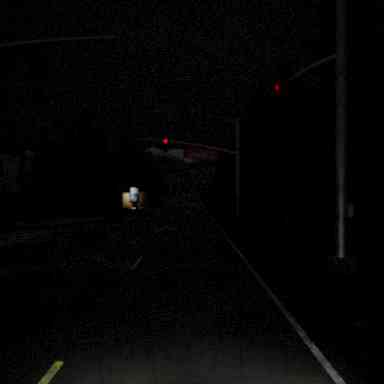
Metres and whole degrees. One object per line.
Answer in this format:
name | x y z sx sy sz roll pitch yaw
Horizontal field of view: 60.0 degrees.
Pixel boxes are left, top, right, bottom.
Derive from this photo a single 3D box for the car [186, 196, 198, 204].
car | -0.007 1.555 63.759 1.837 1.490 4.892 0 0 0
